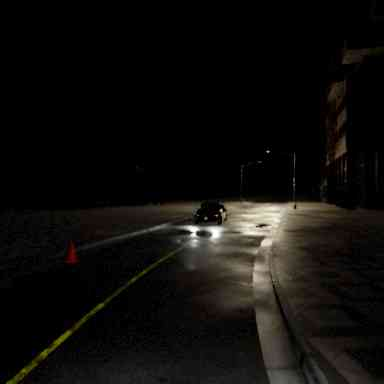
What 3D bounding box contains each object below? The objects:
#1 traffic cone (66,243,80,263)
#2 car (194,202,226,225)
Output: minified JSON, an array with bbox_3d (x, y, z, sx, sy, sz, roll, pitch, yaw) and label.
[{"bbox_3d":[-3.833,1.938,10.658,0.340,0.580,0.340,0,0,12],"label":"traffic cone"},{"bbox_3d":[1.429,1.508,24.472,1.837,1.490,4.892,0,0,13],"label":"car"}]
